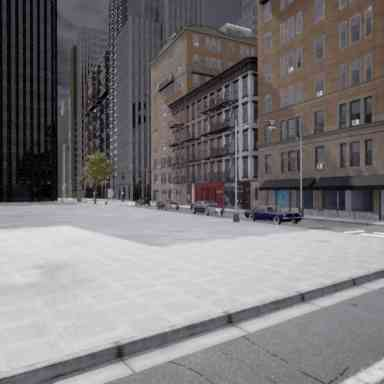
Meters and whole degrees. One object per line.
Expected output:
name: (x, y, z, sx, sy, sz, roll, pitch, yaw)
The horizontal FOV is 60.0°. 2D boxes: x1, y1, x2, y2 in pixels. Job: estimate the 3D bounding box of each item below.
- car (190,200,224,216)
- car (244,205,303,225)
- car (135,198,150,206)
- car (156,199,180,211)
car: (1.493, 1.626, 34.087, 2.128, 1.511, 4.902, 0, 0, -26)
car: (6.006, 1.682, 24.944, 1.895, 1.301, 4.718, 0, 0, -26)
car: (-9.240, 1.809, 61.931, 1.837, 1.490, 4.892, 0, 0, -27)
car: (-3.220, 1.685, 43.669, 2.128, 1.511, 4.902, 0, 0, -26)
